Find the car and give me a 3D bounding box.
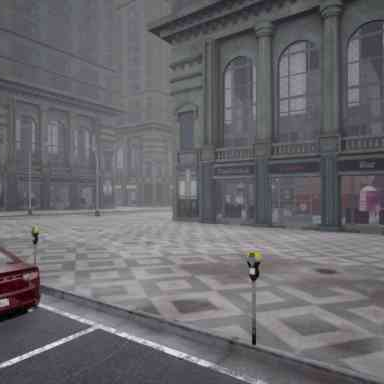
[{"bbox_3d":[-4.689,1.545,6.299,4.507,1.381,1.887,0,0,35],"label":"car"}]
